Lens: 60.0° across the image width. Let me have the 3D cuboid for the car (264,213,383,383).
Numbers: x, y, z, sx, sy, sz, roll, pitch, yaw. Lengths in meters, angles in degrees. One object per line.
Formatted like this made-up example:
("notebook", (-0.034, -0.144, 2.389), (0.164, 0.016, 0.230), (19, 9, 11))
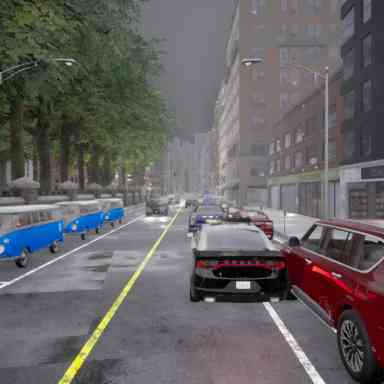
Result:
("car", (2.850, 1.314, 5.340), (2.192, 1.841, 5.009), (0, 0, 0))

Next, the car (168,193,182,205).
("car", (-3.049, 1.430, 57.372), (2.128, 1.511, 4.902), (0, 0, 0))

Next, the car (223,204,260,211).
("car", (2.842, 1.538, 16.661), (1.887, 1.381, 4.507), (0, 0, 0))

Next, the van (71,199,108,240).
("van", (-5.684, 1.334, 16.628), (1.690, 1.788, 3.998), (0, 0, 0))

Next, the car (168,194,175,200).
("car", (-5.751, 1.381, 94.095), (1.752, 1.417, 4.829), (0, 0, 0))

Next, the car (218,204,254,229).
("car", (2.837, 1.570, 22.321), (1.802, 1.307, 4.206), (0, 0, 0))

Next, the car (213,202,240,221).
("car", (2.832, 1.564, 27.982), (1.802, 1.307, 4.206), (0, 0, 0))

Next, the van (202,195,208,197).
("van", (2.812, 1.291, 50.623), (1.690, 1.788, 3.998), (0, 0, 0))

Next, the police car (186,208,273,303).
("police car", (0.894, 1.423, 8.402), (1.930, 1.638, 5.238), (0, 0, 0))

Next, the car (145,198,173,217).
("car", (-3.126, 1.543, 30.947), (1.994, 1.385, 4.181), (0, 0, 0))

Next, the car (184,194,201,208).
("car", (-0.012, 1.462, 46.111), (1.837, 1.490, 4.892), (0, 0, 0))

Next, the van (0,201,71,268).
("van", (-5.679, 1.337, 10.970), (1.690, 1.788, 3.998), (0, 0, 0))

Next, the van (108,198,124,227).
("van", (-5.689, 1.329, 22.286), (1.690, 1.788, 3.998), (0, 0, 0))

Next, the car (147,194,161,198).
("car", (-5.713, 1.265, 50.576), (2.192, 1.841, 5.009), (0, 0, 0))

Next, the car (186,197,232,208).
("car", (0.864, 1.343, 18.262), (2.097, 1.767, 4.553), (0, 0, 0))

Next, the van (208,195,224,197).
("van", (2.827, 1.317, 33.642), (1.690, 1.788, 3.998), (0, 0, 0))

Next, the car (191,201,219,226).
("car", (0.880, 1.492, 24.292), (1.837, 1.490, 4.892), (0, 0, 0))
